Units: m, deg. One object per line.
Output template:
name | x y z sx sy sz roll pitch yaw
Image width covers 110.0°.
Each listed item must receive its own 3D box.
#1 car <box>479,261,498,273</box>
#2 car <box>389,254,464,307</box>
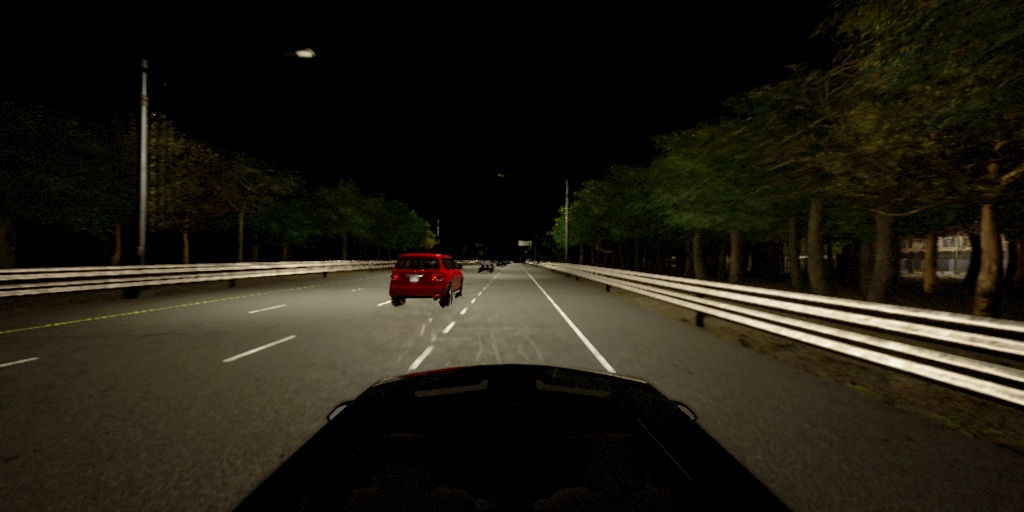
car | -3.254 1.412 46.501 2.033 1.411 5.357 1 -1 0
car | -3.453 0.935 15.399 2.150 2.045 5.566 1 0 0
